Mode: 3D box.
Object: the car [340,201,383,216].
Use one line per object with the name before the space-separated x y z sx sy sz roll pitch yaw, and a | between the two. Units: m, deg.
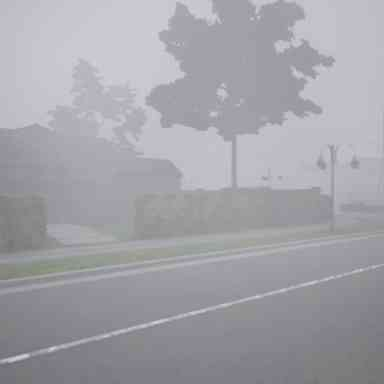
car | 17.470 1.566 33.233 1.895 1.301 4.718 0 0 -35
